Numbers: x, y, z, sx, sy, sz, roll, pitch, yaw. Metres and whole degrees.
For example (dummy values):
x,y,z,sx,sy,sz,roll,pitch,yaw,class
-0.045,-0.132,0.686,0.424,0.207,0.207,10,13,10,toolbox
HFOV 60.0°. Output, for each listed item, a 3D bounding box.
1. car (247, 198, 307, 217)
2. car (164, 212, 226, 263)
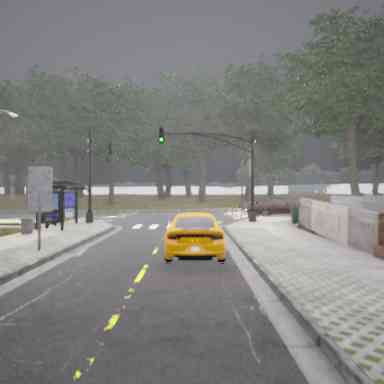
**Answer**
x,y,z,sx,sy,sz,roll,pitch,yaw,class
6.734,1.231,26.416,4.674,1.442,1.812,-1,-2,-9,car
0.093,1.466,11.927,1.882,1.535,5.008,0,0,0,car
